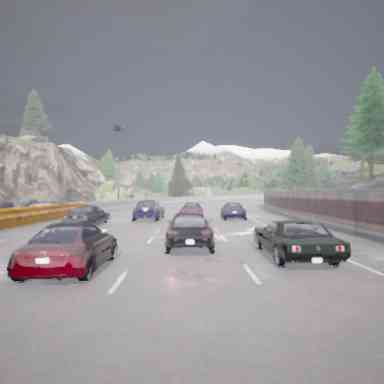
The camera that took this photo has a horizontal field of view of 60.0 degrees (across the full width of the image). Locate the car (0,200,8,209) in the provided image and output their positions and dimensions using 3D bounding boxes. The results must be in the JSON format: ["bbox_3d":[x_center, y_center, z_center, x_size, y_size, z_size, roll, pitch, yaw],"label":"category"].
[{"bbox_3d":[-26.478,1.769,46.370,1.994,1.385,4.181,0,0,9],"label":"car"}]

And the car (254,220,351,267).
[{"bbox_3d":[3.429,1.596,11.372,1.895,1.301,4.718,0,0,-1],"label":"car"}]

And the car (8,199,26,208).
[{"bbox_3d":[-22.925,1.711,46.552,1.812,1.442,4.674,0,0,9],"label":"car"}]

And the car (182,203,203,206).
[{"bbox_3d":[0.032,1.599,28.703,1.994,1.385,4.181,0,0,3],"label":"car"}]

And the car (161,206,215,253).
[{"bbox_3d":[-0.102,1.543,13.691,1.812,1.442,4.674,0,0,-1],"label":"car"}]

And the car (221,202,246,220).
[{"bbox_3d":[3.531,1.580,28.674,1.994,1.385,4.181,0,0,3],"label":"car"}]

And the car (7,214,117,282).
[{"bbox_3d":[-3.557,1.596,9.876,1.994,1.385,4.181,0,0,-1],"label":"car"}]

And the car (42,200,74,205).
[{"bbox_3d":[-16.467,1.692,42.682,2.033,1.411,5.357,0,0,8],"label":"car"}]

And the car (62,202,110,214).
[{"bbox_3d":[-7.166,1.616,22.981,2.033,1.411,5.357,0,0,1],"label":"car"}]

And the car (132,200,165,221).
[{"bbox_3d":[-3.519,1.406,27.653,2.097,1.767,4.553,0,0,2],"label":"car"}]

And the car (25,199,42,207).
[{"bbox_3d":[-19.694,1.766,44.647,1.895,1.301,4.718,0,0,8],"label":"car"}]
